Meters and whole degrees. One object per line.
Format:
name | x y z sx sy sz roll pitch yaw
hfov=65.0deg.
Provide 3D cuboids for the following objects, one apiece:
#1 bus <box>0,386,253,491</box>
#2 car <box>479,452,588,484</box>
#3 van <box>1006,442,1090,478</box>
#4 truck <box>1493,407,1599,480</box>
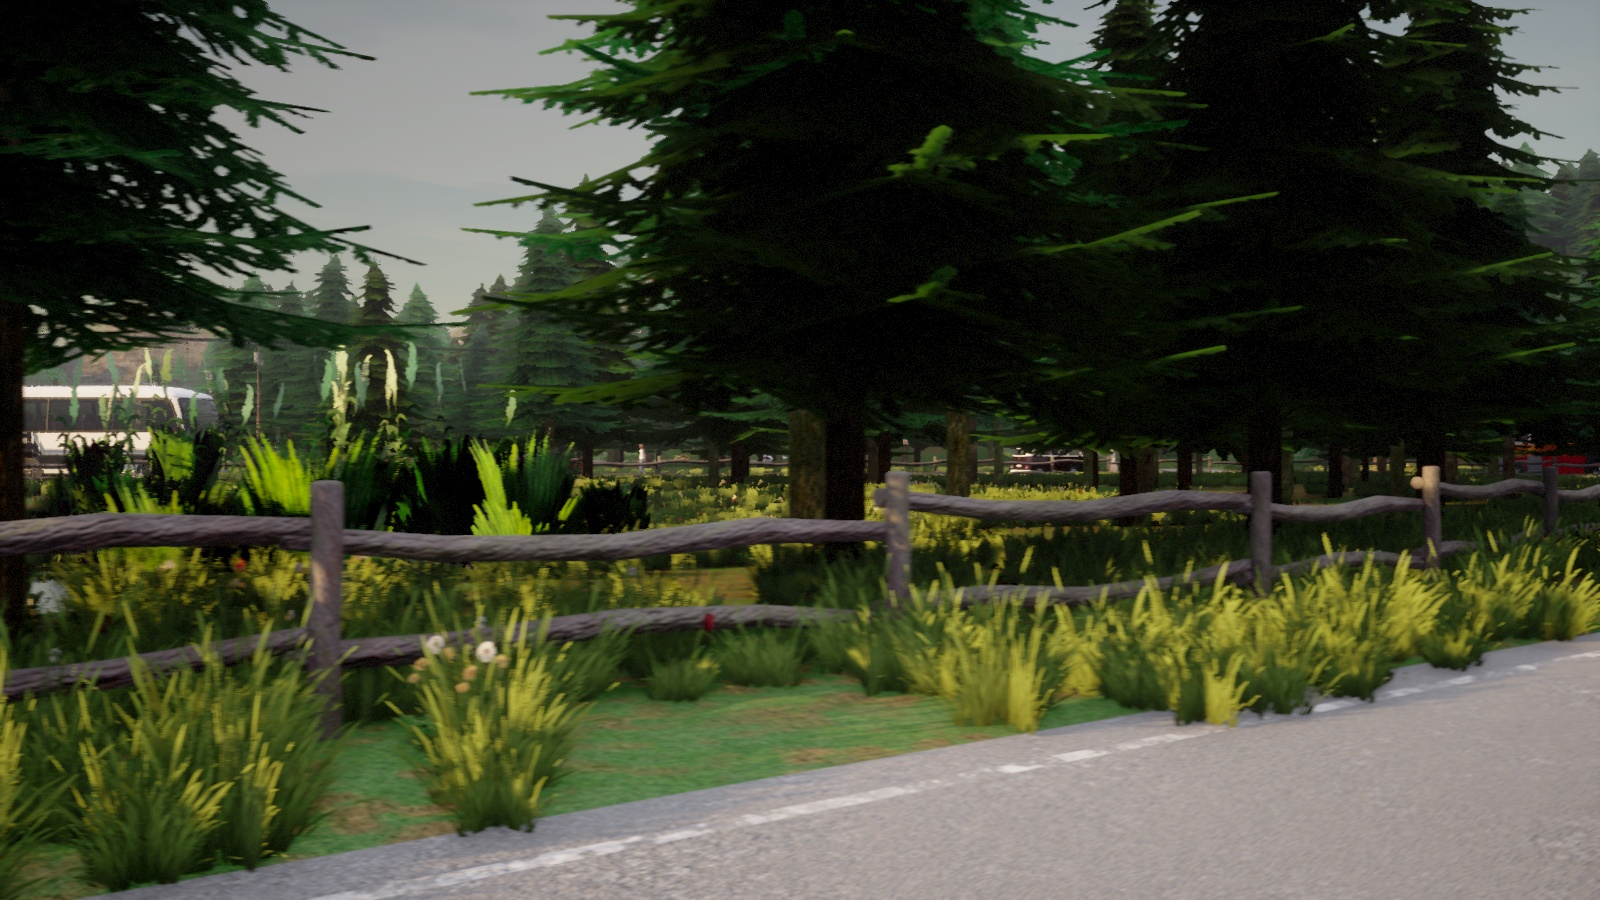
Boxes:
bus | -29.156 -0.465 53.196 10.273 4.253 3.944 0 0 4
car | -13.302 0.870 62.783 5.008 1.535 1.882 0 0 -26
van | 14.448 0.590 73.078 4.480 2.038 2.069 0 0 -27
truck | 42.695 -0.341 68.816 2.891 3.827 8.468 0 0 -20
